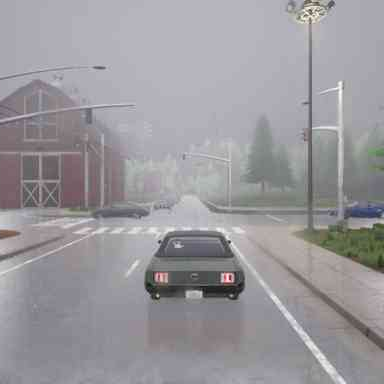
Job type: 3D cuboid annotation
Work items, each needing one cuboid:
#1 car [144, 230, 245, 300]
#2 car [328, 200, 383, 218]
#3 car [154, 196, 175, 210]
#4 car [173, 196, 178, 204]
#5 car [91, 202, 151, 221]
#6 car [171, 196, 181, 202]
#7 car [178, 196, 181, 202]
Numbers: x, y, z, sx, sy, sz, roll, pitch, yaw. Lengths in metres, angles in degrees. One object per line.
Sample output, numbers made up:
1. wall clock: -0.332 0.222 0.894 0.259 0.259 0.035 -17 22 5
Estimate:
1. car: 0.063 1.601 8.339 1.895 1.301 4.718 0 0 0
2. car: 13.703 1.451 27.107 5.008 1.535 1.882 0 0 -1
3. car: -3.614 1.564 42.150 1.994 1.385 4.181 0 0 0
4. car: -3.611 1.505 52.171 1.837 1.490 4.892 0 0 0
5. car: -5.683 1.505 26.746 4.674 1.442 1.812 0 0 -1
6. car: -3.527 1.549 74.634 1.895 1.301 4.718 0 0 0
7. car: -3.584 1.504 62.243 1.837 1.490 4.892 0 0 0
